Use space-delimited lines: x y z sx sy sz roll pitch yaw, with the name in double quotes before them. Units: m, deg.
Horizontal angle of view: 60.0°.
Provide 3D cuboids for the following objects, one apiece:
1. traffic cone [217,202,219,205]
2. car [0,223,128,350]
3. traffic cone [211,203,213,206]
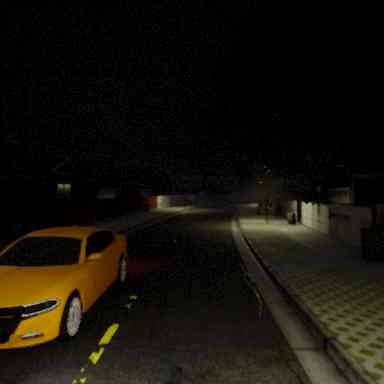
"traffic cone" 4.651 1.960 59.049 0.340 0.580 0.340 0 0 16
"car" -2.658 1.475 6.726 1.882 1.535 5.008 0 0 2
"traffic cone" 3.291 1.955 54.176 0.340 0.580 0.340 0 0 15
